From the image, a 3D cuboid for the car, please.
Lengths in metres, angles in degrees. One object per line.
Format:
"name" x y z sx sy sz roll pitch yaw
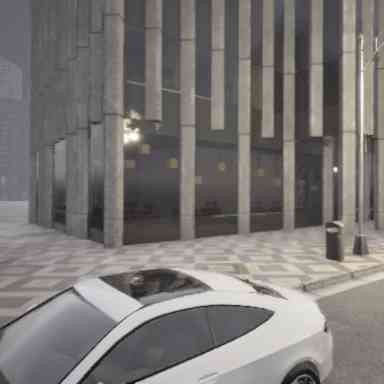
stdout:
"car" -0.605 1.526 2.947 4.674 1.442 1.812 0 0 -35
